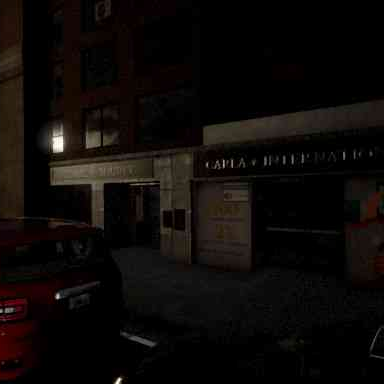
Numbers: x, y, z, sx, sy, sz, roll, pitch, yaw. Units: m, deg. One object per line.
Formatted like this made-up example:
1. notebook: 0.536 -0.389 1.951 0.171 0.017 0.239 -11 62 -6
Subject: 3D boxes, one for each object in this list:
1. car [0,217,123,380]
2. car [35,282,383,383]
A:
1. car: -3.214 1.318 5.148 5.009 1.841 2.192 0 -1 35
2. car: 1.248 1.551 1.965 4.403 1.369 2.008 0 -1 35
